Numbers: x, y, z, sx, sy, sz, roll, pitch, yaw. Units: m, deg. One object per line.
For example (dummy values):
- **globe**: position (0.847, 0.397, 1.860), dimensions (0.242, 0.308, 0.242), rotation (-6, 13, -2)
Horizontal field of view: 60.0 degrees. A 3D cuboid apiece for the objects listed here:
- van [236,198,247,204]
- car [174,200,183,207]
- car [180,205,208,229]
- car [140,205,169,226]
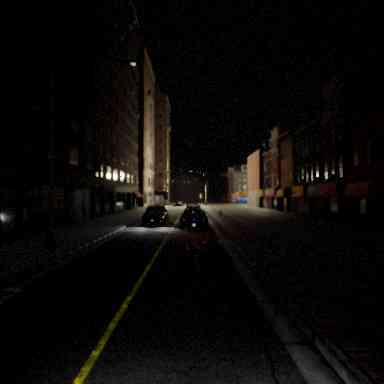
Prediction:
- **van**: position (13.816, 2.467, 90.065), dimensions (3.998, 1.788, 1.690), rotation (0, -1, 0)
- **car**: position (-2.697, 2.311, 67.271), dimensions (1.837, 1.490, 4.892), rotation (0, 0, 0)
- **car**: position (0.121, 1.867, 23.724), dimensions (1.895, 1.301, 4.718), rotation (0, -1, 0)
- **car**: position (-2.829, 1.796, 26.037), dimensions (1.837, 1.490, 4.892), rotation (0, -1, 0)
